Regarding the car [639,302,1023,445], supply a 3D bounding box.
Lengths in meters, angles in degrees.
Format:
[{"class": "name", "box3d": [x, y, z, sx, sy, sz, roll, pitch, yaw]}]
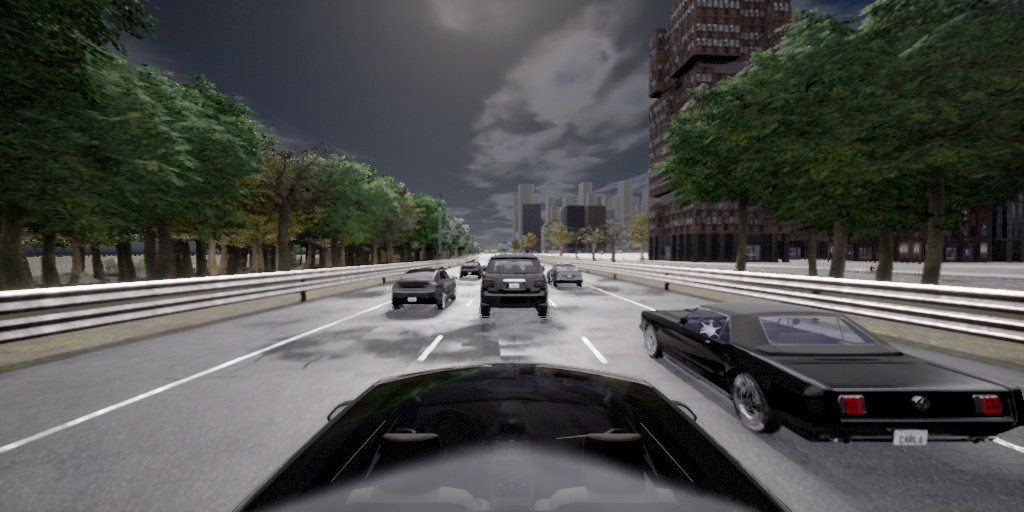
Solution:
[{"class": "car", "box3d": [3.591, 1.348, 5.448, 1.895, 1.301, 4.718, 0, 0, 0]}]

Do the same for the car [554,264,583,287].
[{"class": "car", "box3d": [3.467, 1.274, 24.269, 2.033, 1.411, 5.357, 0, 0, -1]}]

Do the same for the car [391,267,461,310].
[{"class": "car", "box3d": [-3.453, 1.245, 14.771, 1.837, 1.490, 4.892, 0, 0, 0]}]

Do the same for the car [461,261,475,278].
[{"class": "car", "box3d": [-3.644, 1.215, 32.849, 1.837, 1.490, 4.892, 0, 0, -1]}]

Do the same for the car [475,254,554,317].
[{"class": "car", "box3d": [0.070, 0.963, 13.241, 2.150, 2.045, 5.566, 0, 0, 0]}]
